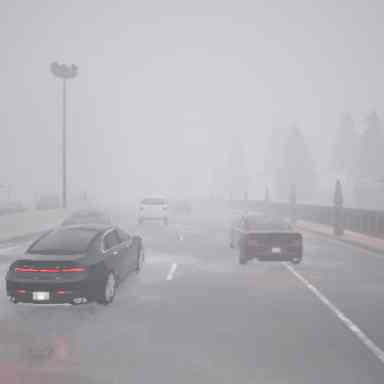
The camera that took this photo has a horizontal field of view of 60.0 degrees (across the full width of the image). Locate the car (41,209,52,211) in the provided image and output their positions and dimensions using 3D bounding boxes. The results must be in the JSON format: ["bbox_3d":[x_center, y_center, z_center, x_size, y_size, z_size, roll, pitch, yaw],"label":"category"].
[{"bbox_3d":[-15.754,1.451,36.837,2.150,2.045,5.566,0,0,-14],"label":"car"}]

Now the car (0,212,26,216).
[{"bbox_3d":[-19.066,1.758,35.564,1.812,1.442,4.674,0,0,-14],"label":"car"}]

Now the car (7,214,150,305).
[{"bbox_3d":[-2.484,1.556,8.237,1.837,1.490,4.892,0,0,4],"label":"car"}]

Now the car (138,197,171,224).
[{"bbox_3d":[-3.024,1.362,26.105,2.150,2.045,5.566,0,0,-6],"label":"car"}]

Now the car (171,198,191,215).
[{"bbox_3d":[-1.361,1.694,37.365,1.837,1.490,4.892,0,0,-13],"label":"car"}]

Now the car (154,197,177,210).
[{"bbox_3d":[-3.773,1.596,46.946,2.097,1.767,4.553,0,0,-19],"label":"car"}]

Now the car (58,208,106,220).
[{"bbox_3d":[-5.966,1.676,19.106,1.994,1.385,4.181,0,0,-3],"label":"car"}]

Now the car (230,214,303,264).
[{"bbox_3d":[2.467,1.531,12.040,1.882,1.535,5.008,0,0,1],"label":"car"}]
